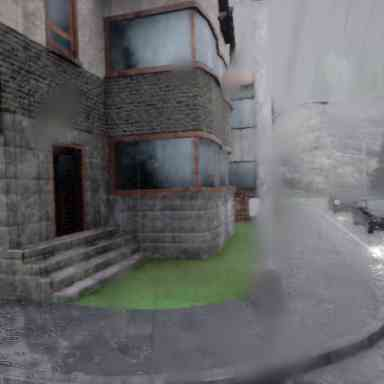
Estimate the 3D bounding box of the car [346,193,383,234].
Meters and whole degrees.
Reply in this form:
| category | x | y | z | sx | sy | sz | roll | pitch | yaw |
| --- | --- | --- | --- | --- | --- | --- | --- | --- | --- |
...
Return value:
| category | x | y | z | sx | sy | sz | roll | pitch | yaw |
| --- | --- | --- | --- | --- | --- | --- | --- | --- | --- |
| car | 9.190 | 1.039 | 16.320 | 1.882 | 1.535 | 5.008 | -2 | 1 | 16 |

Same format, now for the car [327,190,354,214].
| category | x | y | z | sx | sy | sz | roll | pitch | yaw |
| --- | --- | --- | --- | --- | --- | --- | --- | --- | --- |
| car | 11.805 | 0.659 | 25.754 | 2.097 | 1.767 | 4.553 | -2 | 1 | 16 |
